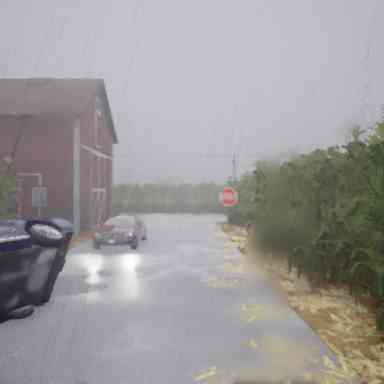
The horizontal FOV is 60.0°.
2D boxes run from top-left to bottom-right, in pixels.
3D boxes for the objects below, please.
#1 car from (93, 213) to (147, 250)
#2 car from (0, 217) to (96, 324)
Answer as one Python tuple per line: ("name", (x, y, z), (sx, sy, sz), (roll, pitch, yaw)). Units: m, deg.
("car", (-3.248, 1.745, 15.729), (1.812, 1.442, 4.674), (0, -1, 0))
("car", (-3.811, 1.374, 5.110), (1.301, 1.895, 4.718), (24, 7, 20))
